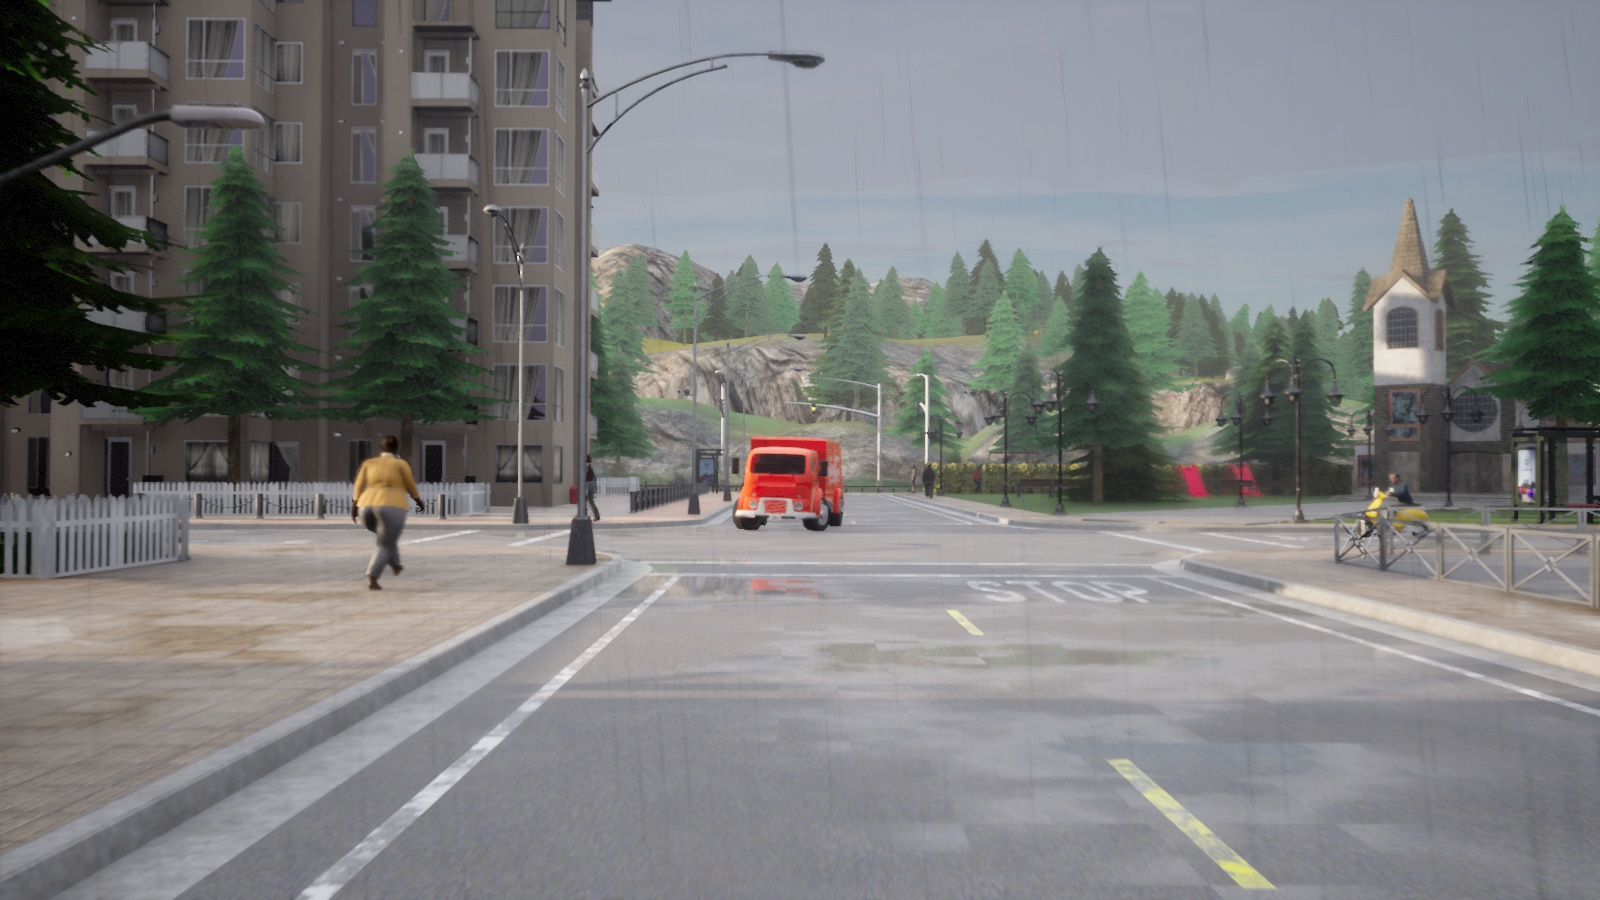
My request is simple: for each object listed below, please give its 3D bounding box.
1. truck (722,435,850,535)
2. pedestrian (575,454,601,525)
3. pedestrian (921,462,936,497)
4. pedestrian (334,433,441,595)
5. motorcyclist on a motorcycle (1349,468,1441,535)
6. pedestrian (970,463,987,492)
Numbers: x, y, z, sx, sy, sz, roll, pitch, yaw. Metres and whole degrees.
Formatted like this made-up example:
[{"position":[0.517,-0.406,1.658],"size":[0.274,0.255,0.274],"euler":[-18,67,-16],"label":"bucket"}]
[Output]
[{"position":[-0.268,0.901,34.184],"size":[2.627,2.467,5.204],"euler":[1,0,9],"label":"truck"},{"position":[-5.839,1.077,34.581],"size":[0.666,1.930,0.402],"euler":[0,-1,-3],"label":"pedestrian"},{"position":[6.719,1.546,65.561],"size":[0.634,1.844,0.899],"euler":[0,-1,-4],"label":"pedestrian"},{"position":[-4.866,0.739,14.850],"size":[0.874,1.855,0.900],"euler":[0,-1,10],"label":"pedestrian"},{"position":[14.445,1.236,30.510],"size":[1.817,1.590,0.866],"euler":[0,-1,-1],"label":"motorcyclist on a motorcycle"},{"position":[11.300,1.762,79.549],"size":[0.899,1.844,0.634],"euler":[-1,-1,32],"label":"pedestrian"}]
